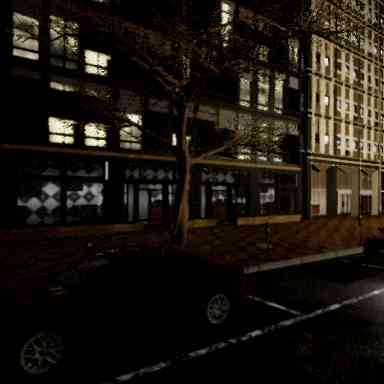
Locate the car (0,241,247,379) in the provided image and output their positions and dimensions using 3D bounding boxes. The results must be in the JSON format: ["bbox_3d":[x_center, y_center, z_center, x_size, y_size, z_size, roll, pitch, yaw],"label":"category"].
[{"bbox_3d":[-1.085,1.568,5.504,4.507,1.381,1.887,1,0,-35],"label":"car"}]

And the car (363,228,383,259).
[{"bbox_3d":[7.926,1.680,11.978,4.507,1.381,1.887,1,0,-36],"label":"car"}]
